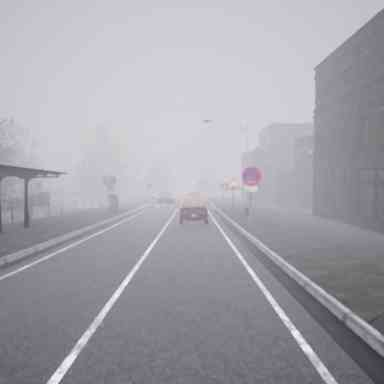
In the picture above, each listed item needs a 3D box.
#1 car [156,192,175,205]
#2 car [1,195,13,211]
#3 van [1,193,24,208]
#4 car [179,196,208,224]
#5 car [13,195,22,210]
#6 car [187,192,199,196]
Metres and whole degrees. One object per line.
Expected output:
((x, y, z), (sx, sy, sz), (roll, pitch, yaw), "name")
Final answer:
((-3.282, 0.754, 42.373), (2.097, 1.767, 4.553), (0, -3, 1), "car")
((-21.912, 1.323, 34.169), (5.366, 1.575, 1.946), (0, 0, 0), "car")
((-21.985, 1.077, 39.719), (4.442, 1.987, 1.878), (0, 0, 0), "van")
((0.113, 1.315, 23.473), (1.882, 1.535, 5.008), (0, 1, 0), "car")
((-22.129, 1.344, 36.946), (4.792, 1.488, 2.163), (0, 0, 0), "car")
((0.123, 0.847, 41.830), (1.801, 1.575, 5.366), (0, -6, 0), "car")
